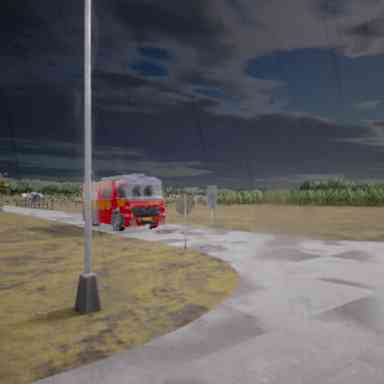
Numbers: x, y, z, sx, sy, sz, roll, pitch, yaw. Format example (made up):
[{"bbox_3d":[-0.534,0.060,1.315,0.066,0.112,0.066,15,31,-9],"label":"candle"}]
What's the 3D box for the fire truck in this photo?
[{"bbox_3d":[-5.288,0.717,24.301,2.891,3.827,8.468,0,-1,-36],"label":"fire truck"}]
